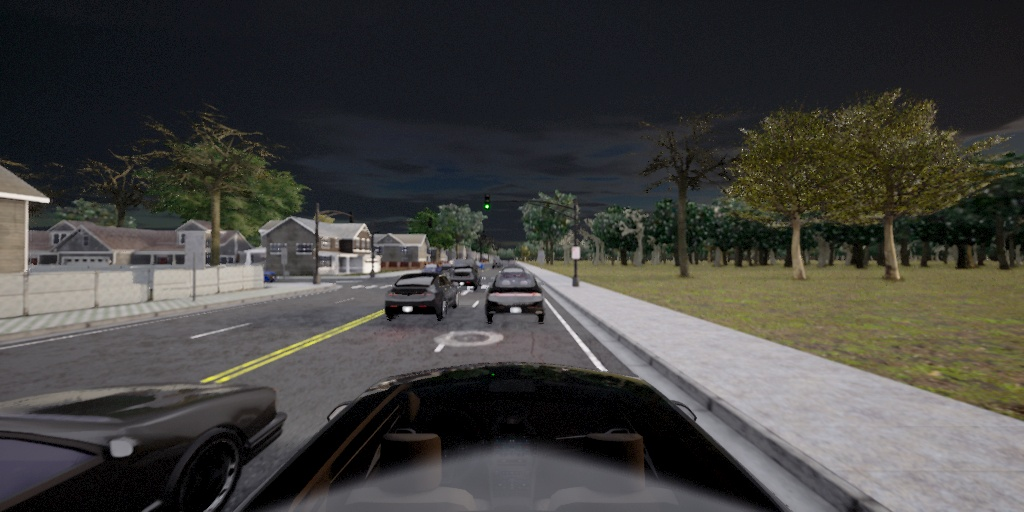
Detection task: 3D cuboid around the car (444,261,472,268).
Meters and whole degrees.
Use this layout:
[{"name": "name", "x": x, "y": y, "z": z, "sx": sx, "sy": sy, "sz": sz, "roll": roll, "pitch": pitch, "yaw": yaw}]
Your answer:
[{"name": "car", "x": -6.581, "y": 1.669, "z": 44.298, "sx": 2.128, "sy": 1.511, "sz": 4.902, "roll": 0, "pitch": -1, "yaw": 0}]

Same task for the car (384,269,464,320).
[{"name": "car", "x": -3.143, "y": 1.372, "z": 13.221, "sx": 1.837, "sy": 1.490, "sz": 4.892, "roll": 0, "pitch": -1, "yaw": 0}]

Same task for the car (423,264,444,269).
[{"name": "car", "x": -9.832, "y": 1.701, "z": 44.050, "sx": 1.812, "sy": 1.442, "sz": 4.674, "roll": 0, "pitch": -1, "yaw": 0}]

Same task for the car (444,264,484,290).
[{"name": "car", "x": -3.142, "y": 1.490, "z": 24.762, "sx": 1.837, "sy": 1.490, "sz": 4.892, "roll": 0, "pitch": -1, "yaw": 0}]

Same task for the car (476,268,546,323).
[{"name": "car", "x": 0.105, "y": 1.353, "z": 12.632, "sx": 2.128, "sy": 1.511, "sz": 4.902, "roll": 0, "pitch": -1, "yaw": 0}]

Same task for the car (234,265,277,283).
[{"name": "car", "x": -22.734, "y": 1.552, "z": 30.422, "sx": 5.008, "sy": 1.535, "sz": 1.882, "roll": 0, "pitch": -1, "yaw": 0}]

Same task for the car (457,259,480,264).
[{"name": "car", "x": -6.581, "y": 1.498, "z": 54.903, "sx": 2.150, "sy": 2.045, "sz": 5.566, "roll": 0, "pitch": 0, "yaw": 0}]

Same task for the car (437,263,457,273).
[{"name": "car", "x": -9.817, "y": 1.823, "z": 54.663, "sx": 2.033, "sy": 1.411, "sz": 5.357, "roll": 0, "pitch": -1, "yaw": 0}]

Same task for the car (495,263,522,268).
[{"name": "car", "x": 0.085, "y": 1.462, "z": 24.639, "sx": 1.882, "sy": 1.535, "sz": 5.008, "roll": 0, "pitch": -1, "yaw": 0}]

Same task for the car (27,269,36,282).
[{"name": "car", "x": -41.997, "y": 1.709, "z": 30.503, "sx": 4.718, "sy": 1.301, "sz": 1.895, "roll": 0, "pitch": -1, "yaw": 0}]

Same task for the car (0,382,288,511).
[{"name": "car", "x": -3.155, "y": 1.291, "z": 1.036, "sx": 2.033, "sy": 1.411, "sz": 5.357, "roll": 0, "pitch": -1, "yaw": 1}]
